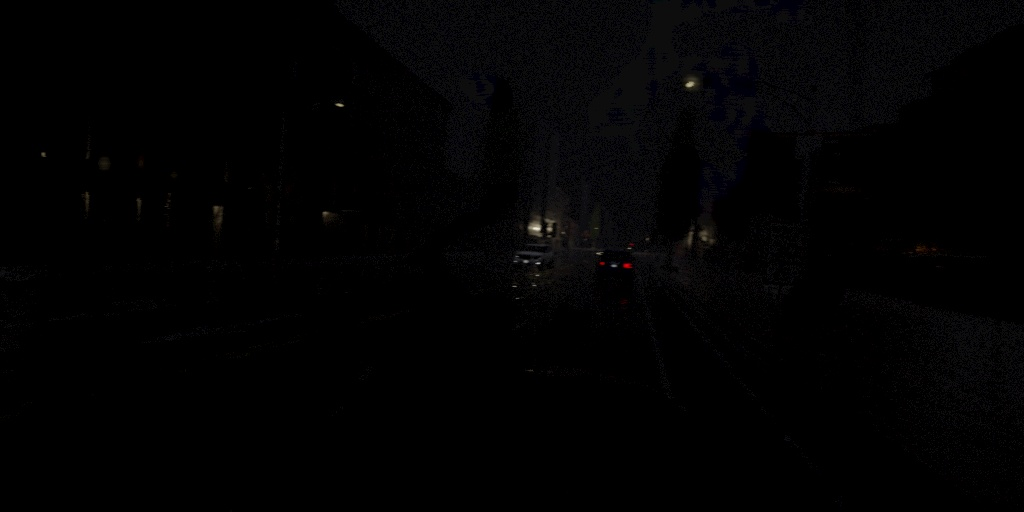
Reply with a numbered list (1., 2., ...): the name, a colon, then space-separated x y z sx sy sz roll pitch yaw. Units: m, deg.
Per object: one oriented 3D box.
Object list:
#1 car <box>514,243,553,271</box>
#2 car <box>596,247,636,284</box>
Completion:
1. car: 1.932 0.007 29.622 2.150 2.045 5.566 5 3 18
2. car: 6.949 0.626 23.939 2.150 2.045 5.566 5 3 18
